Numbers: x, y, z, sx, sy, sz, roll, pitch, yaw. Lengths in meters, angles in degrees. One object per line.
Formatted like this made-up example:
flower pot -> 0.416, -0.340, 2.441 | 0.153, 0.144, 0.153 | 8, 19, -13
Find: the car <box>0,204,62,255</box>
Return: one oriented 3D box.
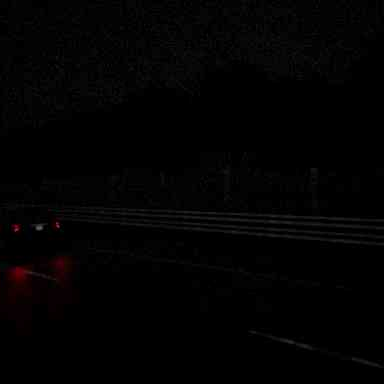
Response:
car -> -7.313, 1.342, 13.448 | 4.553, 1.767, 2.097 | 0, 0, 36
